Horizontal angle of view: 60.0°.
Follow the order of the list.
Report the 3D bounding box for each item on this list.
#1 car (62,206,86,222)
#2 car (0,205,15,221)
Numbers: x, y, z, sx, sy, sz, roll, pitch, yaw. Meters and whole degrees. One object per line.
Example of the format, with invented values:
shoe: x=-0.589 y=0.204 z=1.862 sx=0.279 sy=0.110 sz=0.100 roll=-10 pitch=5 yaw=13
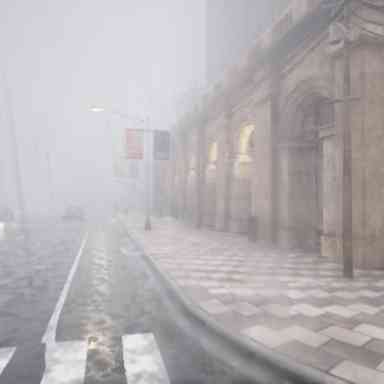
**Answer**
car: x=-11.458 y=2.090 z=32.360 sx=2.033 sy=1.411 sz=5.357 roll=0 pitch=-1 yaw=-15
car: x=-18.775 y=2.052 z=32.401 sx=1.812 sy=1.442 sz=4.674 roll=0 pitch=-1 yaw=-15
